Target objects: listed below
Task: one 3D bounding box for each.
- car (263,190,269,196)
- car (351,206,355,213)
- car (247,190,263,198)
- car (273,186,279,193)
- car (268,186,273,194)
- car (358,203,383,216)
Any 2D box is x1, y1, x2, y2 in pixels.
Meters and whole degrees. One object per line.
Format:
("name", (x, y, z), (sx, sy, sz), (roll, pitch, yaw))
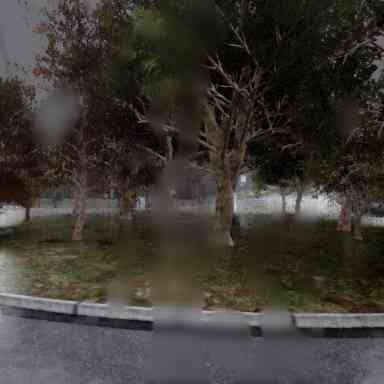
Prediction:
("car", (16.303, 0.169, 80.298), (1.946, 1.575, 5.366), (0, 3, 26))
("car", (19.481, 1.847, 37.493), (1.895, 1.301, 4.718), (1, 0, -36))
("car", (13.909, 0.467, 75.329), (1.946, 1.575, 5.366), (0, 3, 26))
("car", (21.193, -0.684, 90.489), (2.435, 2.045, 5.566), (0, 3, 26))
("car", (18.688, -0.126, 85.272), (1.946, 1.575, 5.366), (0, 3, 26))
("car", (19.119, 1.748, 32.260), (1.812, 1.442, 4.674), (1, 0, -30))
